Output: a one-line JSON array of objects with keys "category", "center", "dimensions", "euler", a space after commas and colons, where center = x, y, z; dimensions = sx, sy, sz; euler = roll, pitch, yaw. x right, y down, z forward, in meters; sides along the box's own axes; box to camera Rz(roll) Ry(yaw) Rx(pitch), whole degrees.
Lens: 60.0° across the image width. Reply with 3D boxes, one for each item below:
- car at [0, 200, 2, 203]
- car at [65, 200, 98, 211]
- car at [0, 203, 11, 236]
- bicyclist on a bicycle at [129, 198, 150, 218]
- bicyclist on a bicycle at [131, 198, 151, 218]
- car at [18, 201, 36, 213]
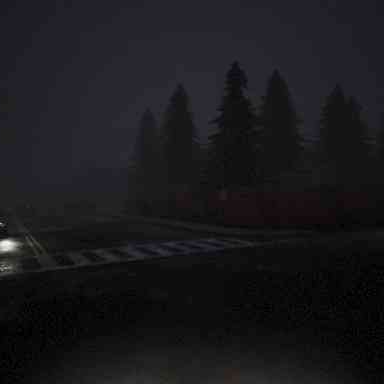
[{"category": "car", "center": [-42.756, 2.238, 72.775], "dimensions": [1.994, 1.385, 4.181], "euler": [-1, 0, -30]}, {"category": "car", "center": [-15.201, 1.763, 45.864], "dimensions": [1.812, 1.442, 4.674], "euler": [-2, 0, 37]}, {"category": "car", "center": [-11.593, 1.665, 19.083], "dimensions": [1.882, 1.535, 5.008], "euler": [-1, 0, -30]}, {"category": "bicyclist on a bicycle", "center": [-4.579, 1.374, 29.055], "dimensions": [1.656, 1.620, 0.582], "euler": [-1, 0, -27]}, {"category": "bicyclist on a bicycle", "center": [-4.310, 1.370, 28.157], "dimensions": [1.656, 1.620, 0.582], "euler": [-1, 0, -2]}, {"category": "car", "center": [-21.487, 1.895, 43.247], "dimensions": [2.033, 1.411, 5.357], "euler": [-1, 0, -30]}]
